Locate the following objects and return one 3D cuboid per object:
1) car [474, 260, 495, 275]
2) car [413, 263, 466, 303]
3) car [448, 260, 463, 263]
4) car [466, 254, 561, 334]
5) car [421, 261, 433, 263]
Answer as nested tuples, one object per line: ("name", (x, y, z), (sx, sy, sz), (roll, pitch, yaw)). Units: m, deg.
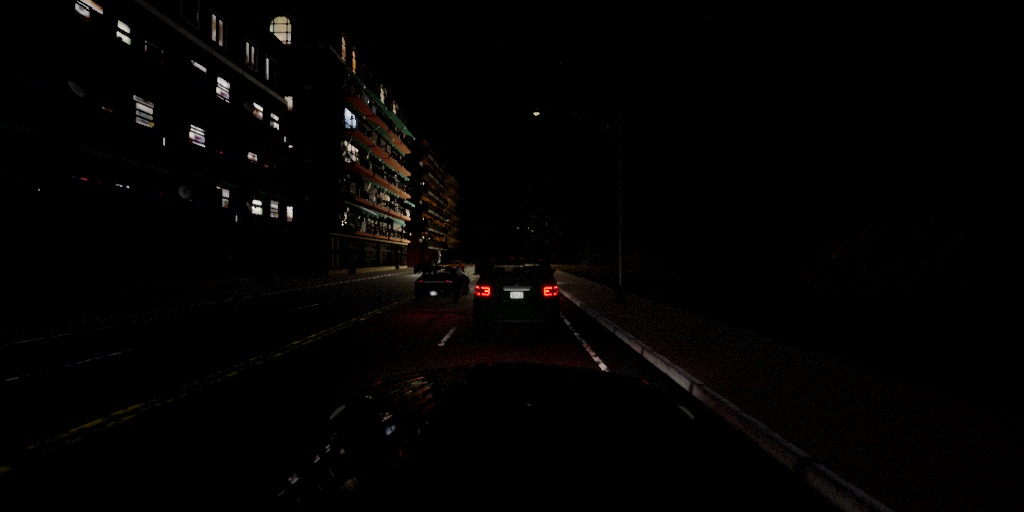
("car", (-3.002, 1.227, 39.724), (1.882, 1.535, 5.008), (0, 0, 0))
("car", (-3.094, 1.243, 16.595), (2.128, 1.511, 4.902), (0, 0, 0))
("car", (-6.451, 1.227, 40.475), (1.882, 1.535, 5.008), (0, 0, 0))
("car", (0.129, 0.972, 10.762), (2.150, 2.045, 5.566), (0, 0, 0))
("car", (-9.700, 1.296, 40.824), (2.033, 1.411, 5.357), (0, 0, 0))
